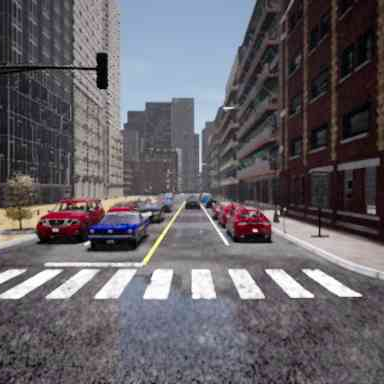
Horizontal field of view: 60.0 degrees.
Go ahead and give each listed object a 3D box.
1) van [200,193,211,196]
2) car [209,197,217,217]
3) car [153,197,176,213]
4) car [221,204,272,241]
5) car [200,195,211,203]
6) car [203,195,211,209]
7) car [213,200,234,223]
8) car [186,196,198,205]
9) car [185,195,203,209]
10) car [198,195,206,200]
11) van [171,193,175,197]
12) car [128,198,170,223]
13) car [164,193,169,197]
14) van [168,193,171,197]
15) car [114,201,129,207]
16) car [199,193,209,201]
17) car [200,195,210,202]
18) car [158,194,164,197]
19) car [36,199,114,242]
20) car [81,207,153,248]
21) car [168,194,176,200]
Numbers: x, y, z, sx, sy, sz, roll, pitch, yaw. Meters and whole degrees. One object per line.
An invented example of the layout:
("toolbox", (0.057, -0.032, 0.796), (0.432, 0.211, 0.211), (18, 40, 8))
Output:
("van", (2.685, 1.212, 60.594), (1.690, 1.788, 3.998), (0, 0, 0))
("car", (2.684, 1.372, 27.429), (1.967, 1.590, 4.097), (0, 0, 0))
("car", (-3.080, 1.515, 35.890), (1.895, 1.301, 4.718), (0, 0, 0))
("car", (2.685, 1.503, 16.374), (1.887, 1.381, 4.507), (0, 0, 0))
("car", (2.686, 1.406, 66.123), (1.887, 1.381, 4.507), (0, 0, 0))
("car", (2.685, 1.465, 44.012), (1.947, 1.339, 4.313), (0, 0, 0))
("car", (2.685, 1.490, 21.901), (1.887, 1.381, 4.507), (0, 0, 0))
("car", (0.000, 1.383, 56.259), (1.837, 1.490, 4.892), (0, 0, 0))
("car", (0.102, 1.464, 43.146), (1.994, 1.385, 4.181), (0, 0, 0))
("car", (2.687, 1.399, 88.233), (1.947, 1.339, 4.313), (0, 0, 0))
("van", (-5.695, 1.180, 82.705), (1.690, 1.788, 3.998), (0, 0, 0))
("car", (-3.086, 1.429, 25.119), (2.128, 1.511, 4.902), (0, 0, 0))
("car", (-5.694, 1.416, 60.596), (1.887, 1.381, 4.507), (0, 0, 0))
("van", (-5.695, 1.203, 66.123), (1.690, 1.788, 3.998), (0, 0, 0))
("car", (-5.695, 1.477, 27.430), (1.887, 1.381, 4.507), (0, 0, 0))
("car", (2.684, 1.161, 77.178), (2.192, 1.841, 5.009), (0, 0, 0))
("car", (2.686, 1.404, 71.650), (2.008, 1.369, 4.403), (0, 0, 0))
("car", (-5.695, 1.415, 49.370), (1.752, 1.417, 4.829), (0, 0, 0))
("car", (-5.696, 1.274, 16.374), (2.192, 1.841, 5.009), (0, 0, 0))
("car", (-3.083, 1.563, 14.721), (1.895, 1.301, 4.718), (0, 0, 0))
("car", (-5.694, 1.378, 93.762), (2.008, 1.369, 4.403), (0, 0, 0))
